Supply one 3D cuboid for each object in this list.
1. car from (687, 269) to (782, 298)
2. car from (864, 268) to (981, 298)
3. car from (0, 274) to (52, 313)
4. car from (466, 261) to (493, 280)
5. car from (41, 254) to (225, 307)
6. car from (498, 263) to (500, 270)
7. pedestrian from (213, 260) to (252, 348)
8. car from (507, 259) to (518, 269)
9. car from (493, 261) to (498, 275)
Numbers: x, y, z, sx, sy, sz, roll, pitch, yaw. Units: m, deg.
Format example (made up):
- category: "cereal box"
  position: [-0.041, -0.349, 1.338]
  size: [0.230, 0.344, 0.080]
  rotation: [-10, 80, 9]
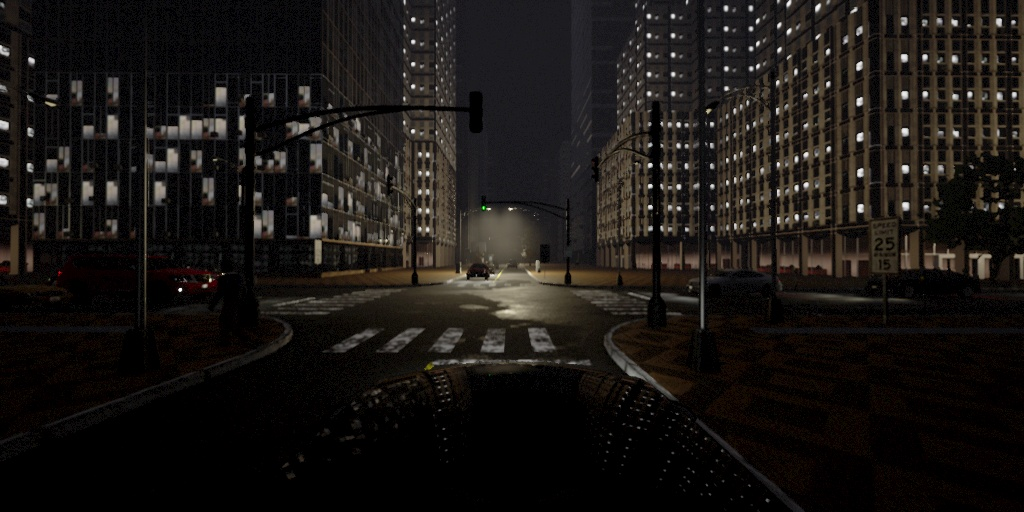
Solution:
- category: "car"
  position: [11.899, 1.422, 19.288]
  size: [4.674, 1.442, 1.812]
  rotation: [0, 0, -2]
- category: "car"
  position: [22.080, 1.419, 19.415]
  size: [5.008, 1.535, 1.882]
  rotation: [0, 0, -1]
- category: "car"
  position: [-18.884, 1.214, 12.880]
  size: [4.829, 1.417, 1.751]
  rotation: [0, 0, -1]
- category: "car"
  position: [-3.050, 1.412, 33.155]
  size: [1.812, 1.442, 4.674]
  rotation: [0, 0, 0]
- category: "car"
  position: [-16.189, 0.949, 15.648]
  size: [5.566, 2.045, 2.150]
  rotation: [0, 0, -1]
- category: "car"
  position: [-3.003, 1.512, 56.835]
  size: [1.812, 1.442, 4.674]
  rotation: [0, 0, 0]
- category: "pedestrian"
  position: [-5.639, 0.916, 7.236]
  size: [0.375, 1.860, 0.375]
  rotation: [0, 0, 0]
- category: "car"
  position: [0.088, 1.560, 63.288]
  size: [2.033, 1.411, 5.357]
  rotation: [0, 0, 0]
- category: "car"
  position: [-3.034, 1.435, 43.507]
  size: [1.837, 1.490, 4.892]
  rotation: [0, 0, 0]
